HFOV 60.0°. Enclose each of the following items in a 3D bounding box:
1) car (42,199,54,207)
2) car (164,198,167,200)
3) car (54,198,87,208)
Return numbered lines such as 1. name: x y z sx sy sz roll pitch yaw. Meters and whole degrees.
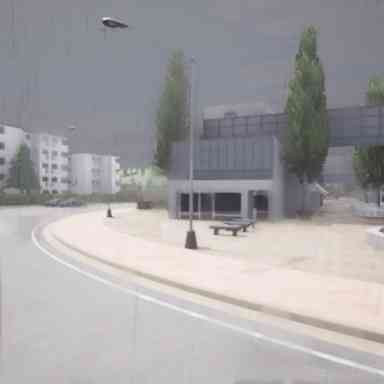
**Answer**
1. car: -20.916 1.654 52.147 2.033 1.411 5.357 0 0 21
2. car: -4.591 1.895 72.565 1.812 1.442 4.674 0 0 23
3. car: -17.931 1.629 50.073 1.837 1.490 4.892 0 -1 20
